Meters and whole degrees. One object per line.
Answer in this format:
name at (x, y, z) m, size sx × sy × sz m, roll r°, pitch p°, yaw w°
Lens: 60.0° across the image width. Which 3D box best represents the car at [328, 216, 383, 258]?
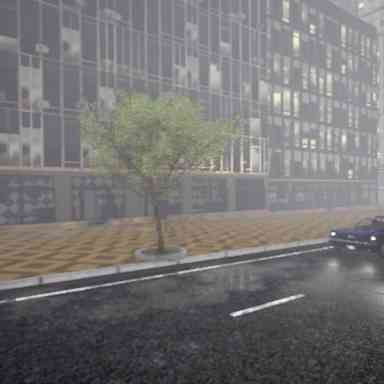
car at (7.372, 1.630, 12.913) m, size 4.718 × 1.301 × 1.895 m, roll 0°, pitch 0°, yaw -35°
